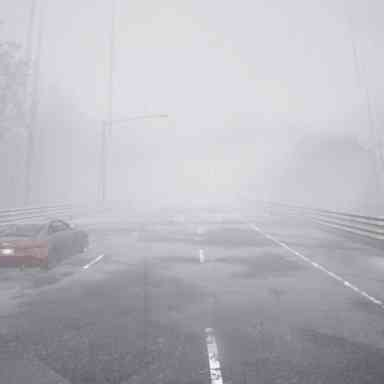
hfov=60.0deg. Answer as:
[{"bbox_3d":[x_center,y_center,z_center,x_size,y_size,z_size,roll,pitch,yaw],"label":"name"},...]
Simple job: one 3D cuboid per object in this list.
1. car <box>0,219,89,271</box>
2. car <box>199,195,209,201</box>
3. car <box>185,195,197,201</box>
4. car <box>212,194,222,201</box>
[{"bbox_3d":[-4.907,1.567,10.903,1.994,1.385,4.181,0,0,1],"label":"car"},{"bbox_3d":[2.872,1.675,85.870,1.895,1.301,4.718,0,0,6],"label":"car"},{"bbox_3d":[-0.657,1.620,85.767,2.033,1.411,5.357,0,0,6],"label":"car"},{"bbox_3d":[6.431,1.436,86.264,2.097,1.767,4.553,0,0,6],"label":"car"}]
